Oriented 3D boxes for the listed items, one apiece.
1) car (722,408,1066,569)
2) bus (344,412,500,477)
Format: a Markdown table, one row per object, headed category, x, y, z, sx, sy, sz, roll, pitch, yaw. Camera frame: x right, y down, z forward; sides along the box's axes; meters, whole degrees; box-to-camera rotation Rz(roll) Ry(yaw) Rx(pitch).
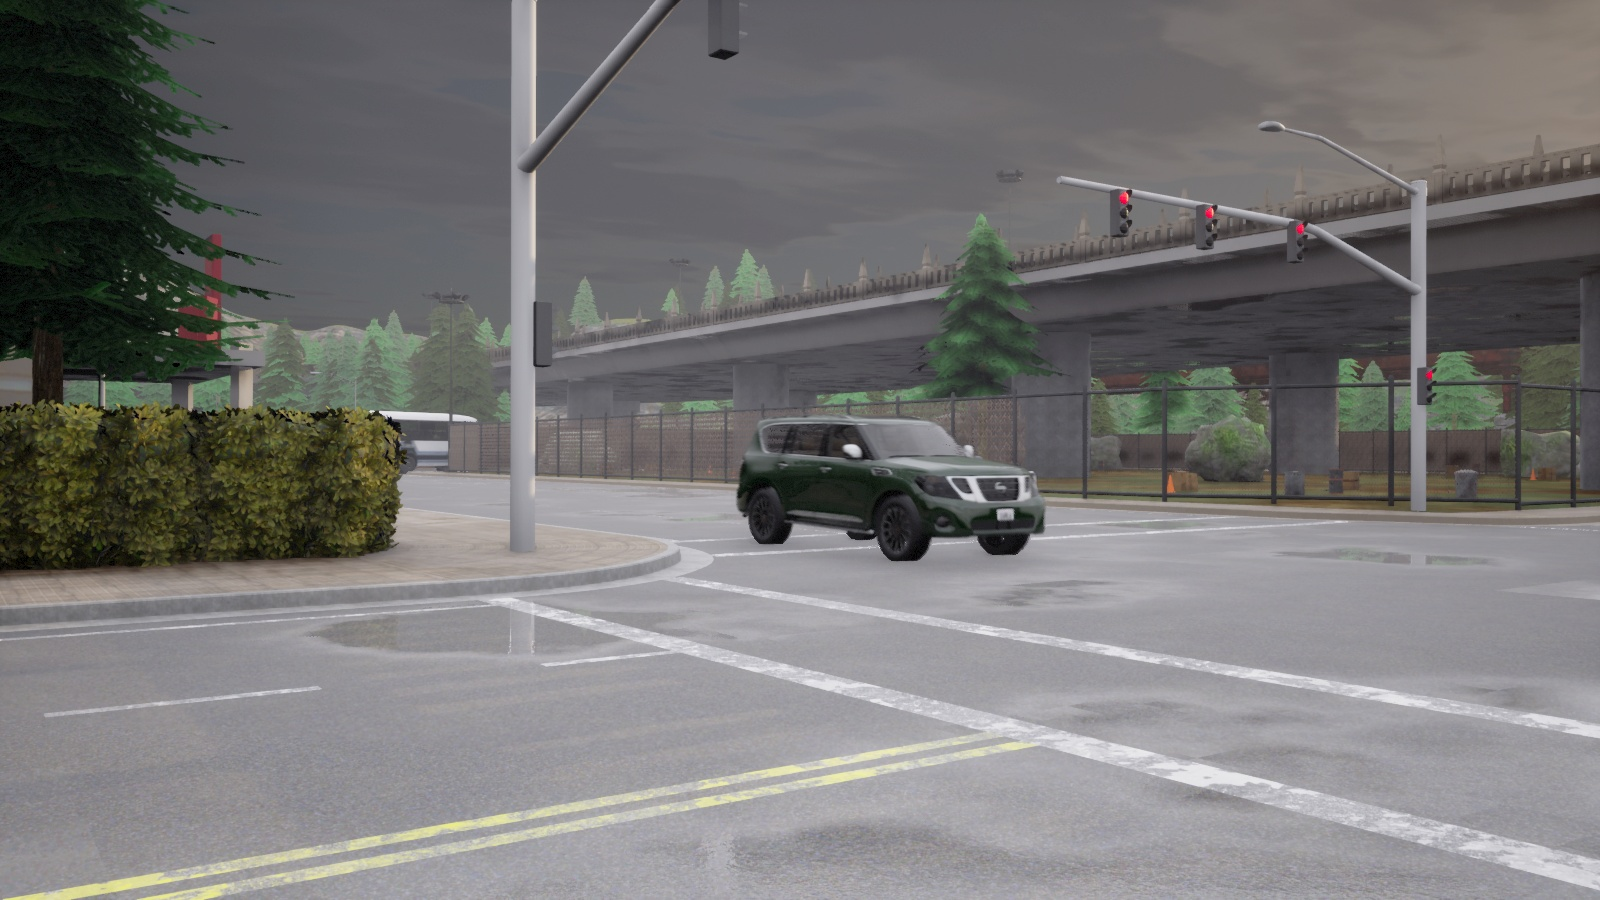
| category | x | y | z | sx | sy | sz | roll | pitch | yaw |
| --- | --- | --- | --- | --- | --- | --- | --- | --- | --- |
| car | 1.190 | 0.473 | 18.934 | 2.150 | 2.045 | 5.566 | 0 | 0 | -35 |
| bus | -26.208 | -0.367 | 87.759 | 3.944 | 4.253 | 10.273 | 0 | 0 | 33 |
